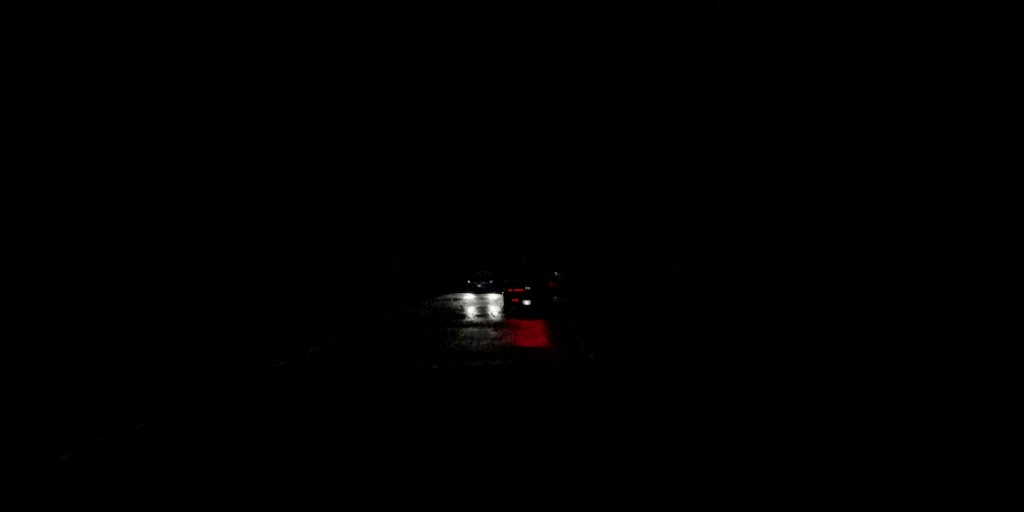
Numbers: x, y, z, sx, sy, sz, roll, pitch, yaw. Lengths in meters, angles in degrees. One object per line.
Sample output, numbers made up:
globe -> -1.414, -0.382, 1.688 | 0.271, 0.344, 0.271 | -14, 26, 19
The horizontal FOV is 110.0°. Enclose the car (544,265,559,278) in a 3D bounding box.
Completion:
car -> 3.485, 1.837, 37.190 | 1.895, 1.301, 4.718 | 0, -1, 10

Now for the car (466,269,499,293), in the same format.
car -> -1.710, 1.572, 23.956 | 1.812, 1.442, 4.674 | 0, -1, 7

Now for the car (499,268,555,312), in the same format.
car -> 0.696, 1.435, 15.245 | 1.837, 1.490, 4.892 | 0, -1, 4

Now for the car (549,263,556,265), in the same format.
car -> 7.264, 2.078, 64.686 | 2.128, 1.511, 4.902 | 0, -1, 19
